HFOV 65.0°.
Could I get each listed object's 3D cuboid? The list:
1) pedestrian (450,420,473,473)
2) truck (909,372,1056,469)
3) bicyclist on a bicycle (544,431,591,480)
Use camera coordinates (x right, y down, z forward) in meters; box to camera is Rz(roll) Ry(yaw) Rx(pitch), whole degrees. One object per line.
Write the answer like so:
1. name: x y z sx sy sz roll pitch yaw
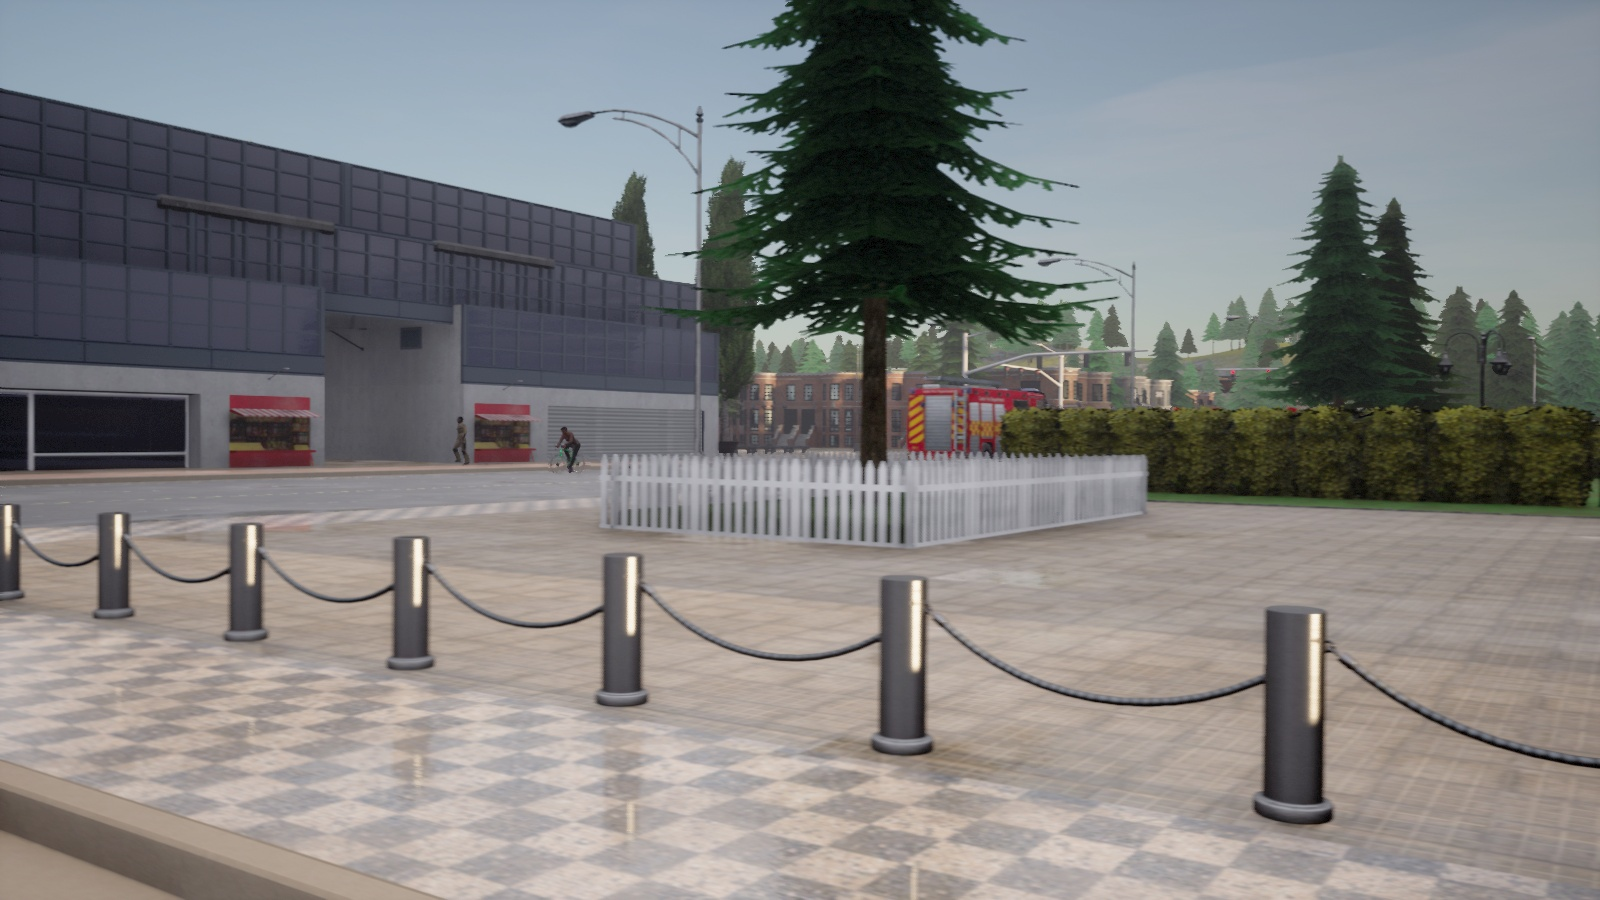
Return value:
1. pedestrian: -12.626 -0.135 46.865 0.692 1.930 0.396 -1 1 -44
2. truck: 8.045 -1.245 54.152 2.891 3.827 8.468 0 1 34
3. bicyclist on a bicycle: -7.924 0.171 42.859 0.582 1.620 1.656 0 1 34
